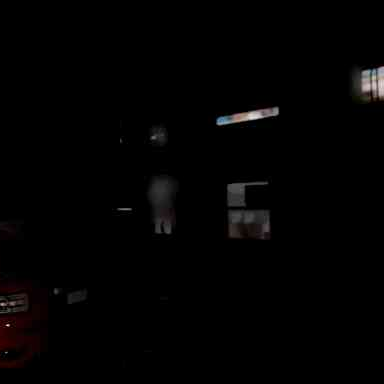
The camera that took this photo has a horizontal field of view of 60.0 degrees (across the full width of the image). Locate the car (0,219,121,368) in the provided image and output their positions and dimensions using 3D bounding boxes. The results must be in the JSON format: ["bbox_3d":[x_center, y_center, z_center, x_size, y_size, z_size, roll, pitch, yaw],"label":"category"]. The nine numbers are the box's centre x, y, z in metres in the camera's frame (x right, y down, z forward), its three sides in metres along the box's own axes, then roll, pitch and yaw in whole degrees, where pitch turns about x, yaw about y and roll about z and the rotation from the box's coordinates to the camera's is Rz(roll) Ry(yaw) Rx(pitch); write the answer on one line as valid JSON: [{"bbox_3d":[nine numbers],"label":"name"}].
[{"bbox_3d":[-3.337,1.379,5.436,5.009,1.841,2.192,-1,-1,36],"label":"car"}]
